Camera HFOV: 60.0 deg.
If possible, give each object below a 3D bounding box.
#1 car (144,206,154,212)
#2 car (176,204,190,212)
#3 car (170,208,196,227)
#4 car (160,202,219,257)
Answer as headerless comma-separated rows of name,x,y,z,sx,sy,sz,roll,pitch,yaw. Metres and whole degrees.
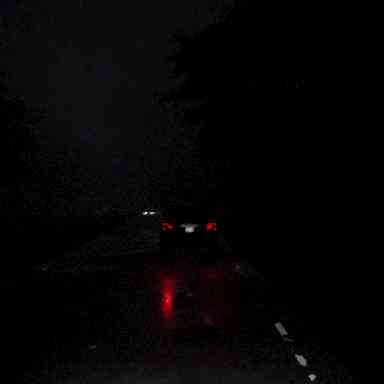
car,-9.257,3.699,71.118,1.895,1.301,4.718,0,-3,-10
car,-1.838,3.160,64.992,2.163,1.488,4.792,0,-3,-9
car,-0.912,2.123,29.108,2.033,1.411,5.357,0,-2,-4
car,-0.158,1.427,14.086,2.150,2.045,5.566,0,-1,-2
